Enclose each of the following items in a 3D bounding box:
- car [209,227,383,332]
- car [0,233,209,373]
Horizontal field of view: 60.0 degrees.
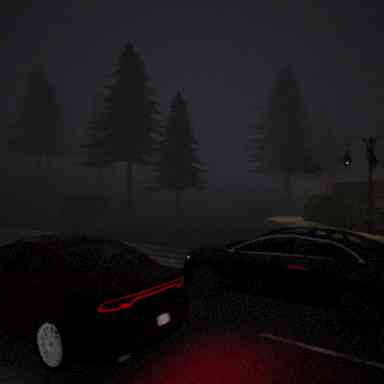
[{"bbox_3d":[2.033,1.483,6.842,4.902,1.511,2.128,0,0,36],"label":"car"},{"bbox_3d":[-2.373,1.459,5.687,5.008,1.535,1.882,0,0,36],"label":"car"}]
